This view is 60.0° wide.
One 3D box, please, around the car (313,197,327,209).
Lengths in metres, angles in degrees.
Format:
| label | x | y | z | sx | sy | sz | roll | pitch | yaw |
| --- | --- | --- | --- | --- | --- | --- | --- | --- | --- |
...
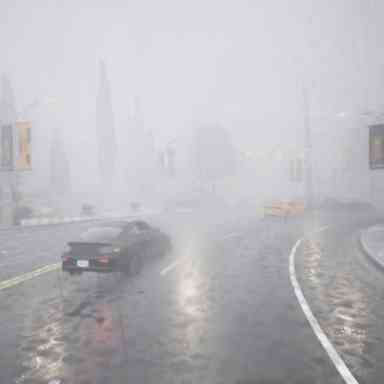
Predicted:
| label | x | y | z | sx | sy | sz | roll | pitch | yaw |
| --- | --- | --- | --- | --- | --- | --- | --- | --- | --- |
| car | 16.936 | 1.403 | 42.400 | 4.674 | 1.442 | 1.812 | 0 | 0 | -23 |

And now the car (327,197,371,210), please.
| label | x | y | z | sx | sy | sz | roll | pitch | yaw |
| --- | --- | --- | --- | --- | --- | --- | --- | --- | --- |
| car | 18.794 | 1.495 | 39.403 | 4.718 | 1.301 | 1.895 | 0 | 0 | -22 |

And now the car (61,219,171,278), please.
| label | x | y | z | sx | sy | sz | roll | pitch | yaw |
| --- | --- | --- | --- | --- | --- | --- | --- | --- | --- |
| car | -2.084 | 1.539 | 10.195 | 1.812 | 1.442 | 4.674 | -1 | 0 | 13 |

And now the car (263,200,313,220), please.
| label | x | y | z | sx | sy | sz | roll | pitch | yaw |
| --- | --- | --- | --- | --- | --- | --- | --- | --- | --- |
| car | 7.856 | 1.419 | 27.728 | 1.882 | 1.535 | 5.008 | -1 | 0 | 44 |
